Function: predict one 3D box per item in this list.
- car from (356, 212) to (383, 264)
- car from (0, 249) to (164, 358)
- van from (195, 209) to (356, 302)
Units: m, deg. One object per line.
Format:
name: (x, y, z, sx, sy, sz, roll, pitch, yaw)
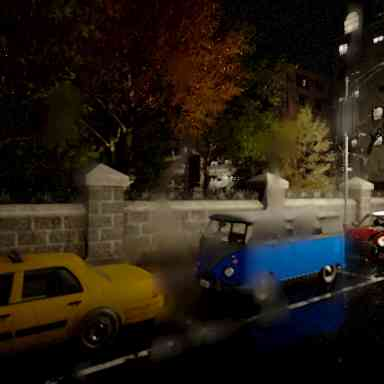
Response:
car: (6.534, 1.425, 11.221, 4.097, 1.590, 1.967, 0, 1, -36)
car: (-2.739, 1.525, 4.596, 4.829, 1.417, 1.752, 0, 1, -36)
van: (1.968, 1.334, 7.956, 3.998, 1.788, 1.690, 0, 1, -36)
